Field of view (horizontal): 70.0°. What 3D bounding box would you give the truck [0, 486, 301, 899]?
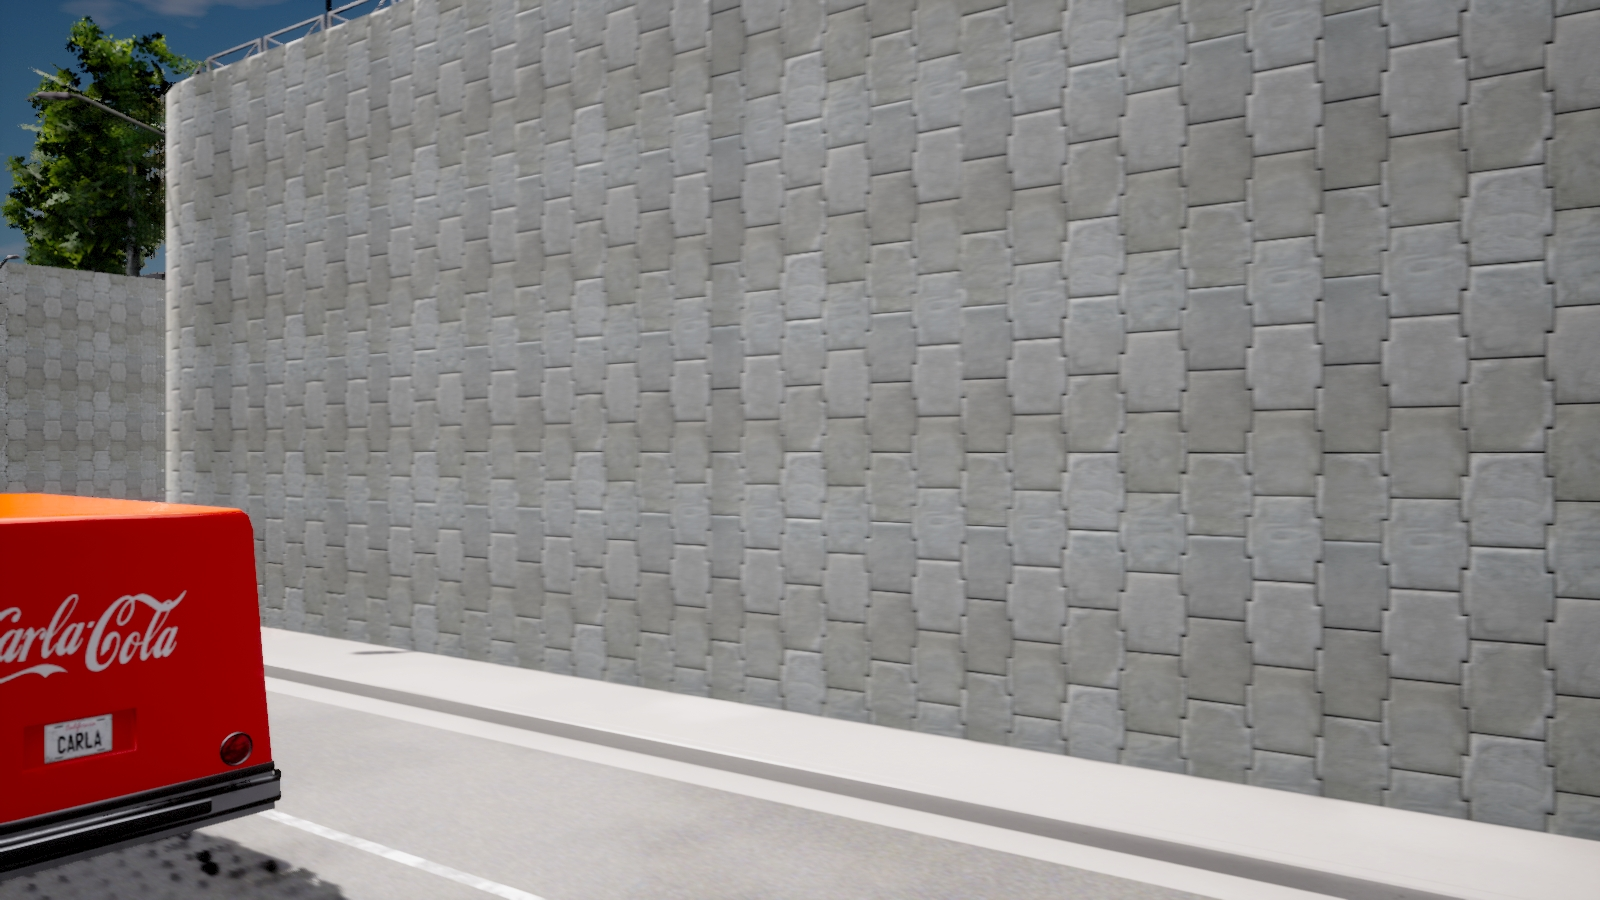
[{"bbox_3d":[-6.230,1.568,8.118,5.204,2.467,2.627,0,0,36],"label":"truck"}]
